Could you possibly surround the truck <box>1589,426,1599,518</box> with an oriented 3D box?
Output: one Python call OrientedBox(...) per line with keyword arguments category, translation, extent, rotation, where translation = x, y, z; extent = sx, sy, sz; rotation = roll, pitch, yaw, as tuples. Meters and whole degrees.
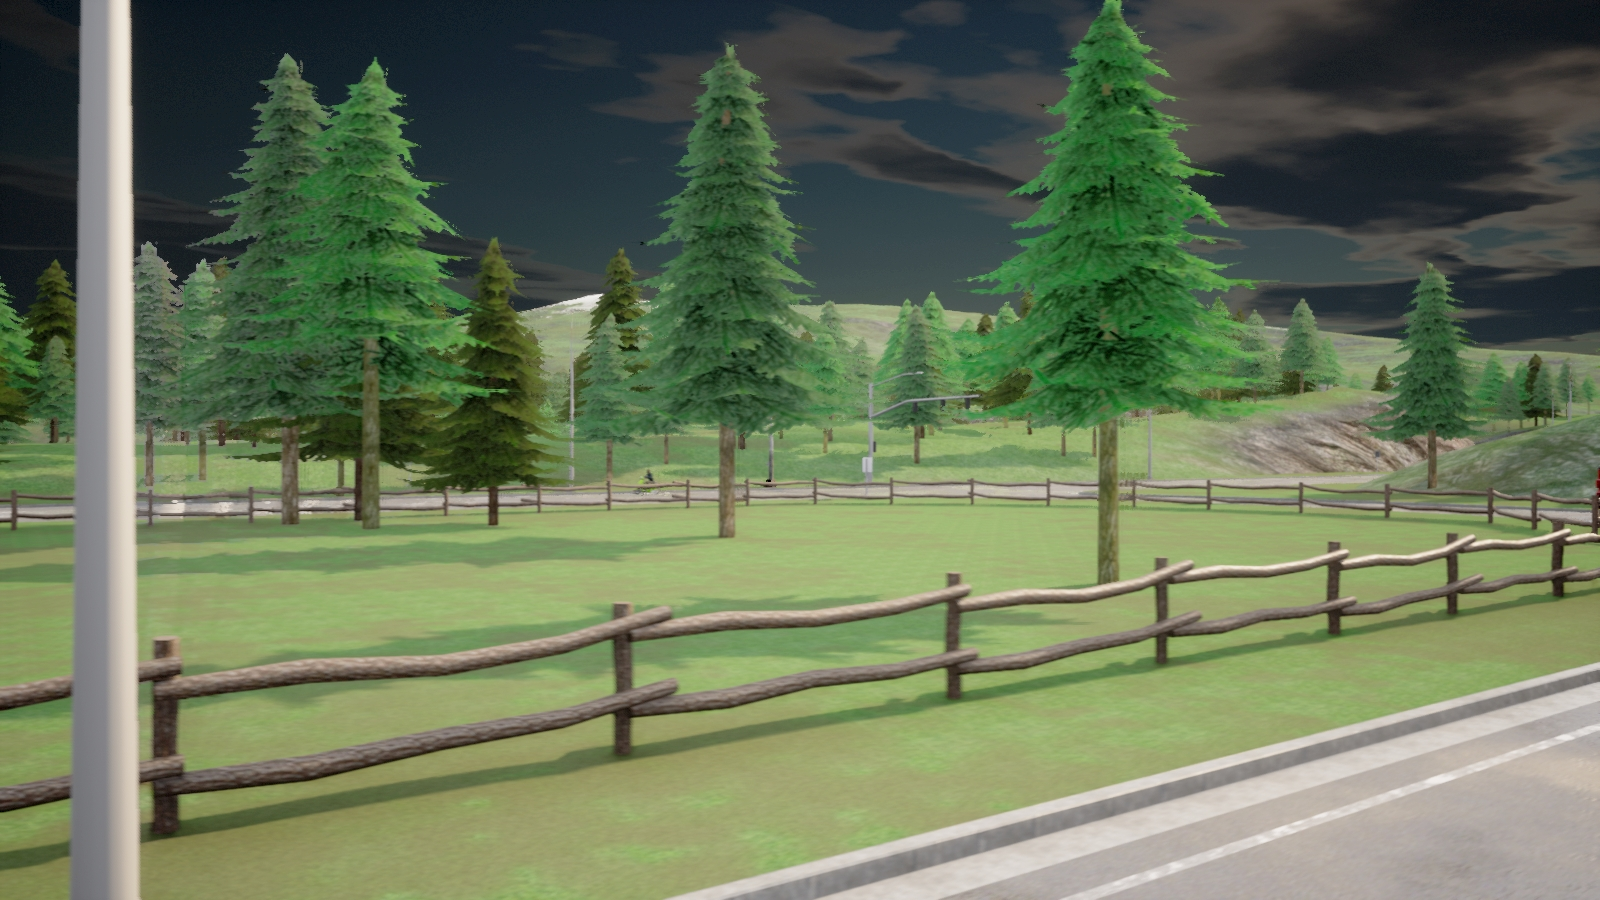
OrientedBox(category="truck", translation=(35.046, 0.918, 43.850), extent=(2.891, 3.827, 8.468), rotation=(0, 0, -8))
